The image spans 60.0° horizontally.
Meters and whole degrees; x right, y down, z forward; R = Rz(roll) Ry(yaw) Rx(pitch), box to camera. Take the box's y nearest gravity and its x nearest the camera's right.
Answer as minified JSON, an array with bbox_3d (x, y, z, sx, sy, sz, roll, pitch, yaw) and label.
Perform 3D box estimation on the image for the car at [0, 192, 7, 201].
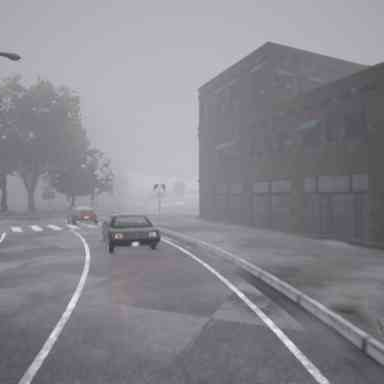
[{"bbox_3d":[-47.705,1.393,81.005,2.097,1.535,5.008,4,2,26],"label":"car"}]

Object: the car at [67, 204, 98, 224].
[{"bbox_3d":[-8.660,1.710,26.206,1.812,1.442,4.674,0,-1,-26],"label":"car"}]

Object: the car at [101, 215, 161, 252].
[{"bbox_3d":[-2.747,1.605,14.085,1.895,1.301,4.718,0,0,-19],"label":"car"}]
